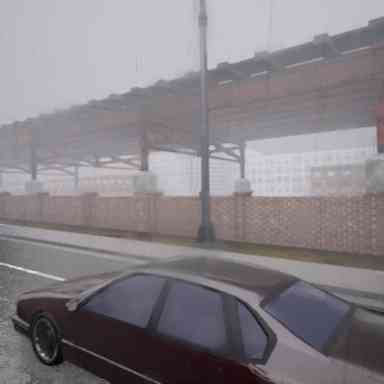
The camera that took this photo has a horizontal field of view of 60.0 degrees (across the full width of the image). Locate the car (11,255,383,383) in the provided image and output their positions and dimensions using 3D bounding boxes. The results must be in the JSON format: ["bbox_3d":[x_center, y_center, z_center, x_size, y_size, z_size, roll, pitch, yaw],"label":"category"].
[{"bbox_3d":[-0.022,1.539,4.015,5.357,1.411,2.033,0,0,36],"label":"car"}]
